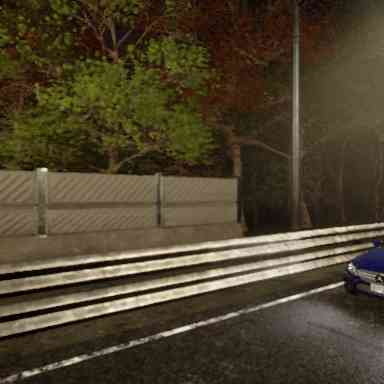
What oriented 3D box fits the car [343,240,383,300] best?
[{"bbox_3d":[5.352,1.538,7.502,4.674,1.442,1.812,0,0,-35],"label":"car"}]
